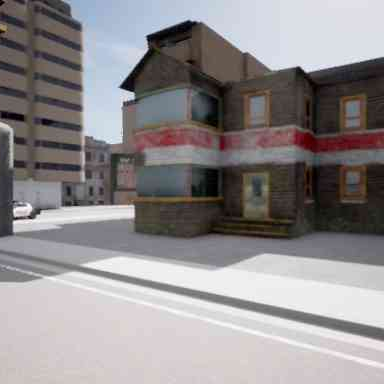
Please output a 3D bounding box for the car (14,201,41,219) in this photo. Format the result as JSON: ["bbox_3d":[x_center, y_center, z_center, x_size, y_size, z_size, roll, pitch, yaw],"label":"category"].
[{"bbox_3d":[-14.323,1.460,26.080,2.038,1.542,4.974,0,0,15],"label":"car"}]

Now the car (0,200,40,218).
[{"bbox_3d":[-14.310,1.302,26.130,1.853,1.218,4.536,0,0,15],"label":"car"}]
